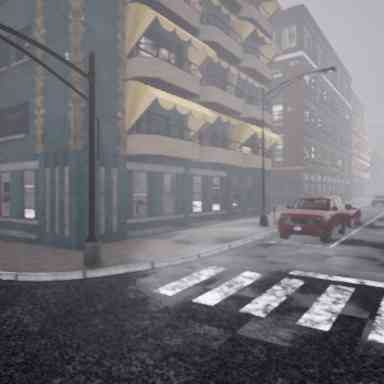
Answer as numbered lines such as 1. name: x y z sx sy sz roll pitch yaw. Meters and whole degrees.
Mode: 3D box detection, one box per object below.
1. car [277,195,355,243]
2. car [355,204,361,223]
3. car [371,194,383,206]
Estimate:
1. car: 5.544 1.065 14.973 2.192 1.841 5.009 1 1 35
2. car: 8.744 1.215 19.537 1.887 1.381 4.507 1 1 35
3. car: 21.549 0.916 37.772 1.947 1.339 4.313 1 1 35
